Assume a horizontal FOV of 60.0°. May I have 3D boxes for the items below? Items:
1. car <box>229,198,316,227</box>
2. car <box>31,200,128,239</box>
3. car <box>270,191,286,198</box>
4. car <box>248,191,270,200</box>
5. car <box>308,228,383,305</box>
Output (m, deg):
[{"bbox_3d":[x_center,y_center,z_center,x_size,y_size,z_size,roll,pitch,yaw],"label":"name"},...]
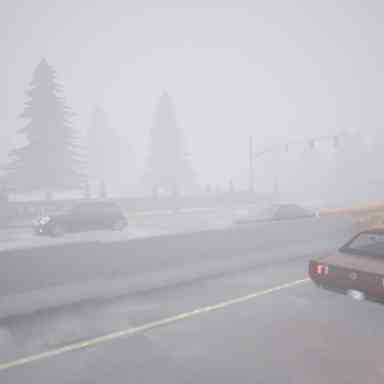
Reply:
[{"bbox_3d":[3.805,1.222,15.263,4.674,1.442,1.812,-2,1,-35],"label":"car"},{"bbox_3d":[-5.721,1.255,17.098,4.553,1.767,2.097,-2,1,-35],"label":"car"},{"bbox_3d":[11.817,0.457,50.026,1.895,1.301,4.718,-2,1,-35],"label":"car"},{"bbox_3d":[8.546,0.567,48.586,1.895,1.301,4.718,-2,1,-35],"label":"car"},{"bbox_3d":[4.656,1.426,7.063,4.718,1.301,1.895,-2,1,-35],"label":"car"}]
